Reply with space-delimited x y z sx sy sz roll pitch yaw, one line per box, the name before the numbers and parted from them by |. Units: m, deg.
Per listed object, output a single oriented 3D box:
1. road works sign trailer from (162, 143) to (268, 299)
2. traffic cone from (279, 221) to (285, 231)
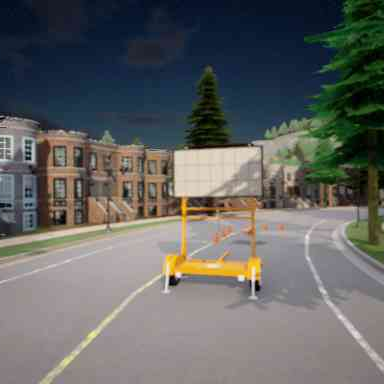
road works sign trailer | 0.713 0.552 8.836 2.380 3.560 2.880 -1 -1 16
traffic cone | 5.674 2.122 20.937 0.340 0.580 0.340 -1 -1 16
